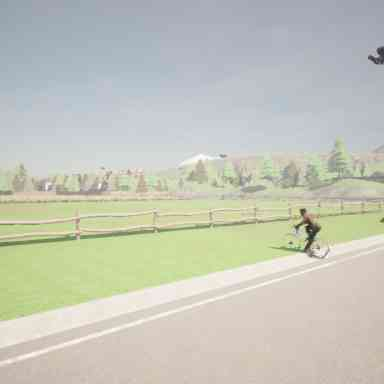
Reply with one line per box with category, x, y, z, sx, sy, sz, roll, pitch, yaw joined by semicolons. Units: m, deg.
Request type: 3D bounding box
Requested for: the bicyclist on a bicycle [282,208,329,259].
bicyclist on a bicycle;3.918;1.398;11.469;1.656;1.620;0.582;6;2;38
